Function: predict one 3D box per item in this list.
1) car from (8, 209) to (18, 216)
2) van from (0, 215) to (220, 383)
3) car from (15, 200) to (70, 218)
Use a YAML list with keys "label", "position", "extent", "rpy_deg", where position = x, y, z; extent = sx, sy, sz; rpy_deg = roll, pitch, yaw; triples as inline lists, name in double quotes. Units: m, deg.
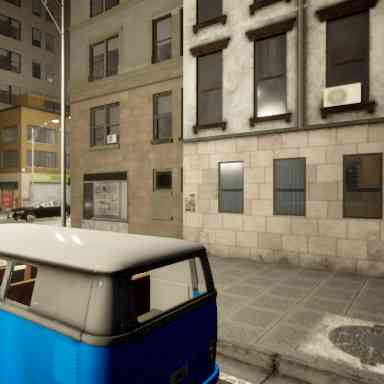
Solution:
- label: "car"
  position: [-6.163, 1.315, 7.064]
  extent: [5.009, 1.841, 2.192]
  rpy_deg: [0, 0, 35]
- label: "van"
  position: [-1.627, 1.341, 3.932]
  extent: [3.998, 1.788, 1.690]
  rpy_deg: [0, 0, 35]
- label: "car"
  position: [-11.452, 1.418, 25.584]
  extent: [2.128, 1.511, 4.902]
  rpy_deg: [0, 0, 35]
